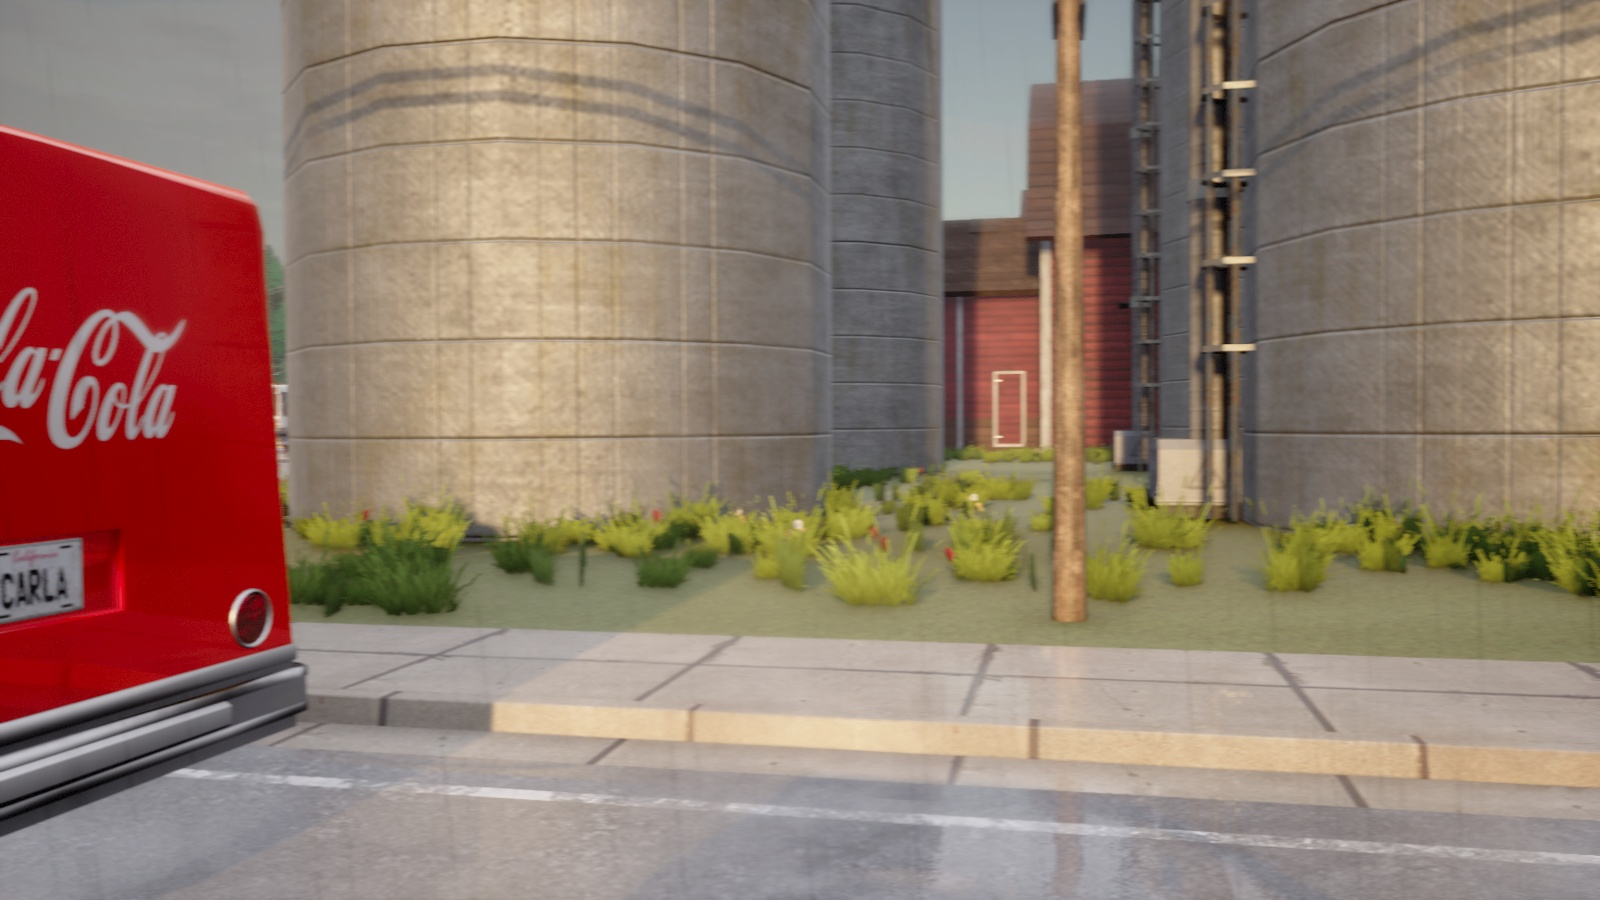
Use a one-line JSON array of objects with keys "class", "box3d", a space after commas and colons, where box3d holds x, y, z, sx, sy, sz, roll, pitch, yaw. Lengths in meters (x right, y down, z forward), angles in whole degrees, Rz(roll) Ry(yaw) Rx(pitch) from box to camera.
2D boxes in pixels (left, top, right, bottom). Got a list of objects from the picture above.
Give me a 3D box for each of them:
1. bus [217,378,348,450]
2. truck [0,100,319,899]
[{"class": "bus", "box3d": [-32.757, -2.308, 80.099, 3.944, 4.253, 10.273, 1, 2, 1]}, {"class": "truck", "box3d": [-4.732, 0.240, 4.253, 5.204, 2.467, 2.627, 0, 1, 13]}]
